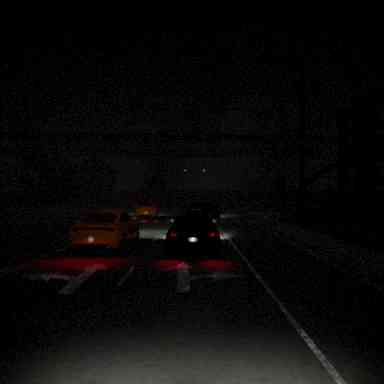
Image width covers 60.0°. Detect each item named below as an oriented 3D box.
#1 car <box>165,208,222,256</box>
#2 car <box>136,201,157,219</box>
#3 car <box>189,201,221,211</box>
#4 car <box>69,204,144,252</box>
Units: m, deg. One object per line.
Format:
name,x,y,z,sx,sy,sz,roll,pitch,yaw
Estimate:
car,0.046,1.566,13.182,1.994,1.385,4.181,0,0,1
car,-4.162,1.480,29.155,1.882,1.535,5.008,0,0,-11
car,1.067,1.508,27.777,1.837,1.490,4.892,-1,0,19
car,-3.449,1.479,13.895,1.882,1.535,5.008,0,0,1
